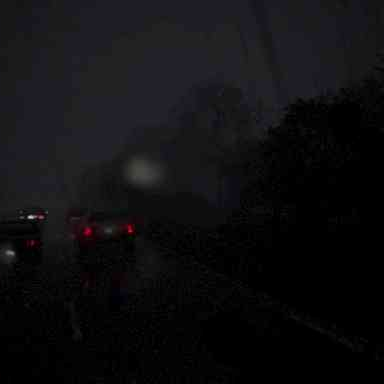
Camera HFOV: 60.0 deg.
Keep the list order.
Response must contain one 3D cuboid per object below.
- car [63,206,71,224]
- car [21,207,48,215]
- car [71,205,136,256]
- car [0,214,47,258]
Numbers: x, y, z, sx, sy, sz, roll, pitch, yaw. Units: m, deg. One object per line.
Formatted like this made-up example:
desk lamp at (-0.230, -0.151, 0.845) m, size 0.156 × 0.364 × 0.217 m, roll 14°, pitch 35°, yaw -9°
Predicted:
car at (-9.804, 1.874, 28.290) m, size 1.837 × 1.490 × 4.892 m, roll 0°, pitch 0°, yaw -23°
car at (-12.441, 1.878, 26.164) m, size 2.033 × 1.411 × 5.357 m, roll 0°, pitch -1°, yaw -23°
car at (-3.910, 1.542, 14.457) m, size 2.097 × 1.767 × 4.553 m, roll 0°, pitch -1°, yaw -23°
car at (-6.831, 1.765, 13.008) m, size 1.895 × 1.301 × 4.718 m, roll 0°, pitch -1°, yaw -23°
